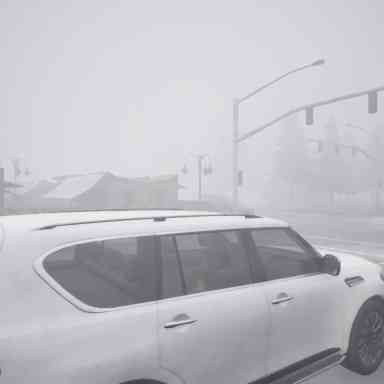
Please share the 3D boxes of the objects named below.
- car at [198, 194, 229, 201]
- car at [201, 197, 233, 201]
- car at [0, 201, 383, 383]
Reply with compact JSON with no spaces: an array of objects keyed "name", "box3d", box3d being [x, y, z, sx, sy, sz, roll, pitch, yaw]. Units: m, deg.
[{"name":"car","box3d":[2.832,1.221,34.833,2.150,2.045,5.566,0,0,-37]},{"name":"car","box3d":[3.197,1.477,28.431,1.882,1.535,5.008,0,0,-35]},{"name":"car","box3d":[0.174,1.221,3.937,5.566,2.045,2.150,0,0,-35]}]
